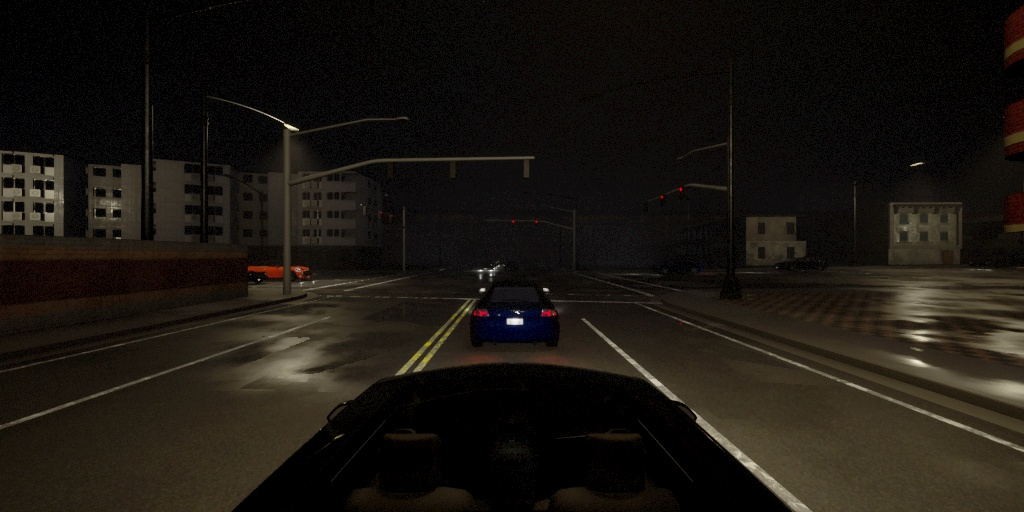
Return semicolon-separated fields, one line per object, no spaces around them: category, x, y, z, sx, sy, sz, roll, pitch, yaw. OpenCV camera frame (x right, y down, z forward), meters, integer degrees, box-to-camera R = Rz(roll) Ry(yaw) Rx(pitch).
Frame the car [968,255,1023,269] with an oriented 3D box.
car;51.320;0.597;37.401;5.357;1.411;2.033;-1;0;1

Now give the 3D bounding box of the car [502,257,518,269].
car;-0.078;1.314;54.591;1.994;1.385;4.181;0;0;0

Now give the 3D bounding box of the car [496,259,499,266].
car;-3.753;1.276;63.080;1.812;1.442;4.674;0;0;0

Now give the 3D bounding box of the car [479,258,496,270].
car;-3.746;1.255;53.710;1.837;1.490;4.892;0;0;0

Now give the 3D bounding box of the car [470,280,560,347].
car;0.063;1.314;9.357;1.994;1.385;4.181;0;0;0

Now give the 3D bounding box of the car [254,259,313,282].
car;-18.463;1.102;28.582;4.553;1.767;2.097;0;0;0

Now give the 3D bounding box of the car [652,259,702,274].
car;17.456;1.095;38.049;5.008;1.535;1.882;-1;0;0

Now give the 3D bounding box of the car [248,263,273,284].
car;-19.921;1.351;25.132;4.718;1.301;1.895;0;0;1

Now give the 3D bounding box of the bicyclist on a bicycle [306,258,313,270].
bicyclist on a bicycle;-25.562;1.051;45.223;0.582;1.620;1.656;0;0;0

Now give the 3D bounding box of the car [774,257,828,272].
car;30.449;0.908;37.848;4.902;1.511;2.128;-1;0;1
